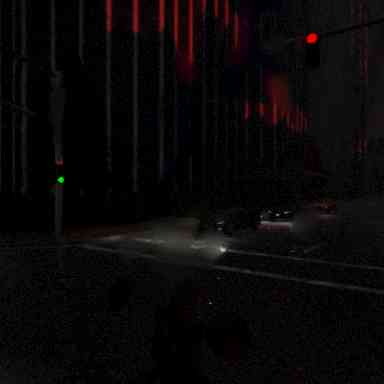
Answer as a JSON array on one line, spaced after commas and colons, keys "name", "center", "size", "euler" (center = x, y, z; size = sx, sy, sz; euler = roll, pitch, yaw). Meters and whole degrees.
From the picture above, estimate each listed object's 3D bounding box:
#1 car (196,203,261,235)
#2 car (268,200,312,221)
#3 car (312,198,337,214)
[{"name": "car", "center": [2.143, 1.415, 18.634], "size": [1.882, 1.535, 5.008], "euler": [0, 0, 36]}, {"name": "car", "center": [7.687, 1.437, 26.372], "size": [1.837, 1.490, 4.892], "euler": [0, 0, 36]}, {"name": "car", "center": [13.764, 1.403, 34.844], "size": [1.882, 1.535, 5.008], "euler": [0, 0, 36]}]
